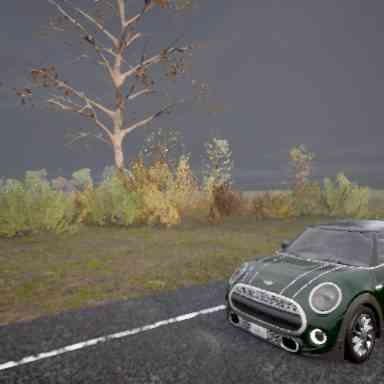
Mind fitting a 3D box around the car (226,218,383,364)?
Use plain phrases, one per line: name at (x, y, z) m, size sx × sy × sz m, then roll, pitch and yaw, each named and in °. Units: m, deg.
car at (2.765, 1.334, 5.949) m, size 4.553 × 1.767 × 2.097 m, roll 0°, pitch 0°, yaw -35°
